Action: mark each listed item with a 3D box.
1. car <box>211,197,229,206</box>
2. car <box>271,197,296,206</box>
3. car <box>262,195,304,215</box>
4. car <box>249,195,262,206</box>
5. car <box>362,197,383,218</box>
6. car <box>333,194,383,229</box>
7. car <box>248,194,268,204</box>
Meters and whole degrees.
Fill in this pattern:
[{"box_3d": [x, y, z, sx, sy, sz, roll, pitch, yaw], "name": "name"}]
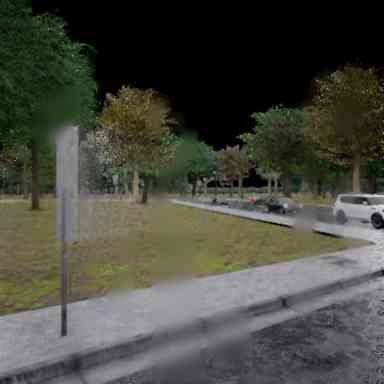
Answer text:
[{"box_3d": [4.528, 1.502, 54.141, 1.994, 1.385, 4.181, 0, 0, -12], "name": "car"}, {"box_3d": [14.637, 1.552, 53.595, 1.895, 1.301, 4.718, 0, 0, -12], "name": "car"}, {"box_3d": [9.043, 1.296, 32.781, 2.097, 1.767, 4.553, 0, 0, -12], "name": "car"}, {"box_3d": [11.408, 1.495, 53.177, 2.033, 1.411, 5.357, 0, 0, -12], "name": "car"}, {"box_3d": [16.900, 1.302, 28.120, 2.097, 1.767, 4.553, 0, 0, -12], "name": "car"}, {"box_3d": [11.492, 1.162, 21.403, 2.150, 2.045, 5.566, 0, 0, -12], "name": "car"}, {"box_3d": [12.544, 1.292, 63.317, 2.097, 1.767, 4.553, 0, 0, -12], "name": "car"}]
